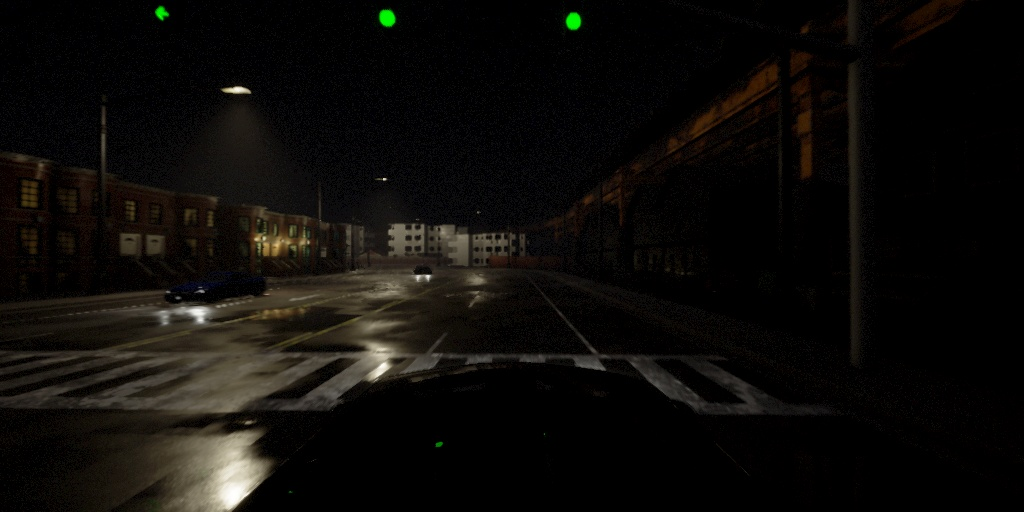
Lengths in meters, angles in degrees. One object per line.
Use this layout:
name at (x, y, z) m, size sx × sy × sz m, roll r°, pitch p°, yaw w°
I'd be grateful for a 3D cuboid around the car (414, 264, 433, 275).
car at (-11.124, 1.732, 45.511) m, size 1.994 × 1.385 × 4.181 m, roll 0°, pitch 0°, yaw -9°

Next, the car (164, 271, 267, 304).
car at (-13.974, 1.467, 17.325) m, size 1.812 × 1.442 × 4.674 m, roll 0°, pitch 0°, yaw 0°
